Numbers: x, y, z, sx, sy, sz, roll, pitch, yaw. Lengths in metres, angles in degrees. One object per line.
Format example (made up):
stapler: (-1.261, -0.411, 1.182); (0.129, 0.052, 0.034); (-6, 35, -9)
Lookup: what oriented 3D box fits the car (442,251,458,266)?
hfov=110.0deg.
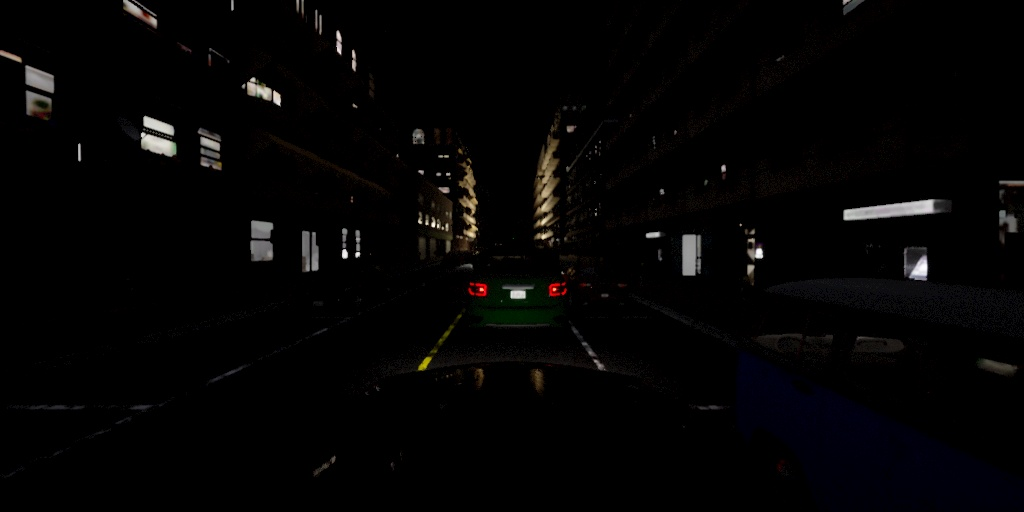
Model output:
car: (-5.683, 0.223, 34.983); (1.888, 1.381, 4.507); (0, 0, 0)

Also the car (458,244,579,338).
car: (0.090, 0.723, 9.460); (2.150, 2.045, 5.566); (0, 2, -1)

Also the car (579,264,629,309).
car: (2.694, 0.942, 12.668); (1.888, 1.381, 4.507); (0, 0, 0)

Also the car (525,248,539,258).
car: (3.011, -0.472, 55.386); (1.837, 1.490, 4.892); (0, 2, 0)

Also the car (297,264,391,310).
car: (-5.687, 0.961, 12.709); (1.948, 1.339, 4.313); (0, 0, 0)

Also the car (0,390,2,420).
car: (-5.689, 1.320, 1.573); (1.948, 1.339, 4.313); (0, 0, 0)

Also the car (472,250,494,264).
car: (-3.087, 0.113, 38.976); (1.994, 1.385, 4.181); (0, 2, 0)

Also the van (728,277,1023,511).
van: (2.691, 1.096, 1.533); (1.690, 1.789, 3.998); (0, 0, 0)
